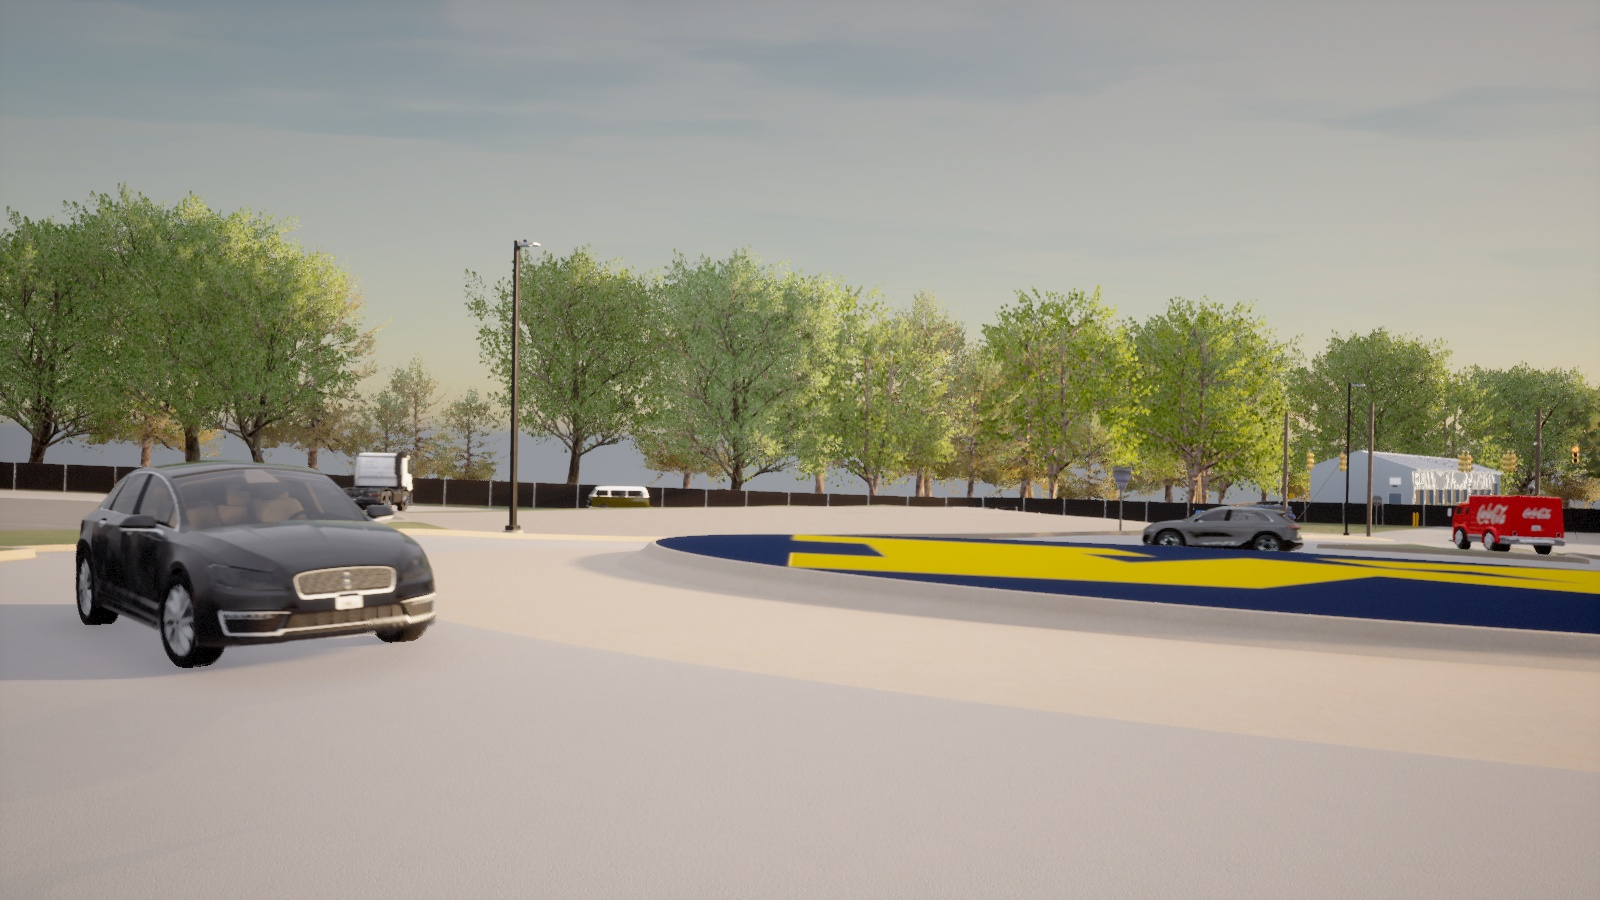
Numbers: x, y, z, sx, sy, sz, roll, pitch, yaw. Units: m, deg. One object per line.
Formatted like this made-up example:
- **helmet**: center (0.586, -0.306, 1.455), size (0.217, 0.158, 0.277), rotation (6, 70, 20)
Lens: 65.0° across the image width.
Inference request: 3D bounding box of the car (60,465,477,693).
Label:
- **car**: center (-4.838, 0.904, 10.954), size (1.837, 1.490, 4.892), rotation (-1, 1, -42)

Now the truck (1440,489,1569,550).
- **truck**: center (30.420, 2.961, 54.444), size (2.627, 2.467, 5.204), rotation (2, -2, -1)

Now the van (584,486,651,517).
- **van**: center (-13.142, 3.717, 90.407), size (4.480, 2.038, 2.069), rotation (2, 0, -15)

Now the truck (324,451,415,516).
- **truck**: center (-24.115, 1.923, 70.800), size (2.891, 3.462, 7.936), rotation (1, -2, -4)

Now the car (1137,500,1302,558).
- **car**: center (13.321, 2.484, 39.885), size (4.856, 1.649, 2.033), rotation (0, -3, 21)
